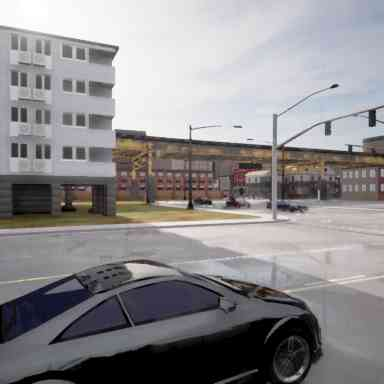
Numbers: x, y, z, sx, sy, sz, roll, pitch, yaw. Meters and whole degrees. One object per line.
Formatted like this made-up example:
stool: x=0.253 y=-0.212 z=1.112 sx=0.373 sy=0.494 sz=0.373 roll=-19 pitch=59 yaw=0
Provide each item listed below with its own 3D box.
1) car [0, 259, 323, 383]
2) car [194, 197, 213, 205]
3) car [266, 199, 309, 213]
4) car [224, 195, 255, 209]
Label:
car: x=-0.414 y=1.564 z=4.030 sx=4.181 sy=1.385 sz=1.994 roll=0 pitch=0 yaw=-30
car: x=1.860 y=1.548 z=57.237 sx=2.033 sy=1.411 sz=5.357 roll=0 pitch=0 yaw=-17
car: x=10.721 y=1.547 z=37.857 sx=2.033 sy=1.411 sz=5.357 roll=0 pitch=0 yaw=-25
car: x=6.418 y=1.526 z=46.945 sx=1.812 sy=1.442 sz=4.674 roll=0 pitch=0 yaw=-25
